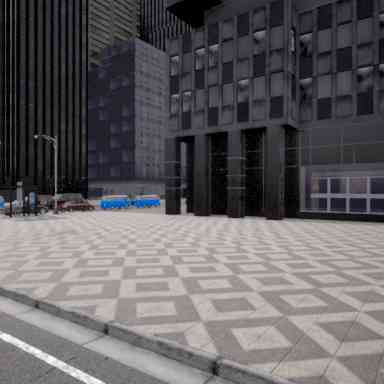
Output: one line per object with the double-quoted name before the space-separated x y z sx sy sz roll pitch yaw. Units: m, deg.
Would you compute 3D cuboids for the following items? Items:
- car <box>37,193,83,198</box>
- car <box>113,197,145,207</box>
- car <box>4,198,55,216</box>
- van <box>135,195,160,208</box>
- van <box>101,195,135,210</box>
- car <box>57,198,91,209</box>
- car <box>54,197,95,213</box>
"car" -16.174 1.197 41.710 2.150 2.045 5.566 0 0 35
"car" -9.634 1.477 50.874 1.837 1.490 4.892 0 0 36
"car" -15.963 1.549 31.903 2.008 1.369 4.403 0 0 35
"van" -6.084 1.330 45.778 1.690 1.788 3.998 0 0 35
"van" -9.376 1.332 41.153 1.690 1.788 3.998 0 0 35
"car" -16.323 1.549 46.097 1.802 1.307 4.206 0 0 35
"car" -12.670 1.576 36.528 1.802 1.307 4.206 0 0 35
